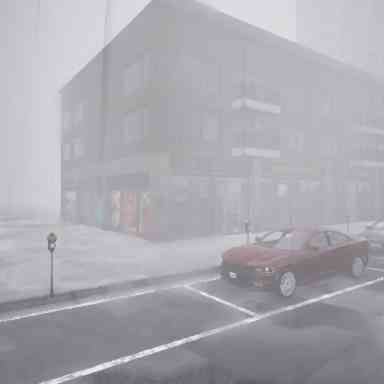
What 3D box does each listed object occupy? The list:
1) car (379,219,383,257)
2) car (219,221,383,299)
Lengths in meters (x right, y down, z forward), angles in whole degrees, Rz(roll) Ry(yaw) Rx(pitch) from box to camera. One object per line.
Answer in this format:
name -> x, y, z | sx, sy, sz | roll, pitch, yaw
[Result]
car -> 7.212, 1.581, 11.666 | 4.206, 1.307, 1.802 | 0, 0, -35
car -> 2.712, 1.544, 8.462 | 4.507, 1.381, 1.887 | 0, 0, -35
